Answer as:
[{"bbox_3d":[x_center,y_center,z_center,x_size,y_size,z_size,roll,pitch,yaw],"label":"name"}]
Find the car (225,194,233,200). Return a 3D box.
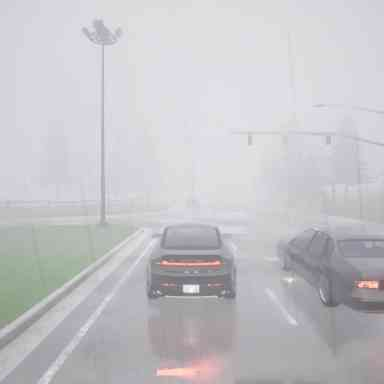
[{"bbox_3d":[10.325,1.332,93.012,1.837,1.490,4.892,0,0,0],"label":"car"}]

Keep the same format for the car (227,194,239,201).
[{"bbox_3d":[10.344,1.347,82.979,2.097,1.767,4.553,0,0,0],"label":"car"}]

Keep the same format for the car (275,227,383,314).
[{"bbox_3d":[3.489,1.547,7.894,2.033,1.411,5.357,0,0,0],"label":"car"}]

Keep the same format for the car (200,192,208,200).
[{"bbox_3d":[3.325,1.057,93.029,2.150,2.045,5.566,0,0,0],"label":"car"}]

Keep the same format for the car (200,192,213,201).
[{"bbox_3d":[3.344,1.347,82.966,2.097,1.767,4.553,0,0,0],"label":"car"}]

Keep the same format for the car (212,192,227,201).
[{"bbox_3d":[6.845,1.517,82.586,2.128,1.511,4.902,0,0,0],"label":"car"}]

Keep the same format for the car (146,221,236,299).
[{"bbox_3d":[-0.006,1.505,8.447,1.837,1.490,4.892,0,0,0],"label":"car"}]

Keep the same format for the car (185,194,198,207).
[{"bbox_3d":[-0.098,1.478,51.952,1.882,1.535,5.008,0,0,0],"label":"car"}]
